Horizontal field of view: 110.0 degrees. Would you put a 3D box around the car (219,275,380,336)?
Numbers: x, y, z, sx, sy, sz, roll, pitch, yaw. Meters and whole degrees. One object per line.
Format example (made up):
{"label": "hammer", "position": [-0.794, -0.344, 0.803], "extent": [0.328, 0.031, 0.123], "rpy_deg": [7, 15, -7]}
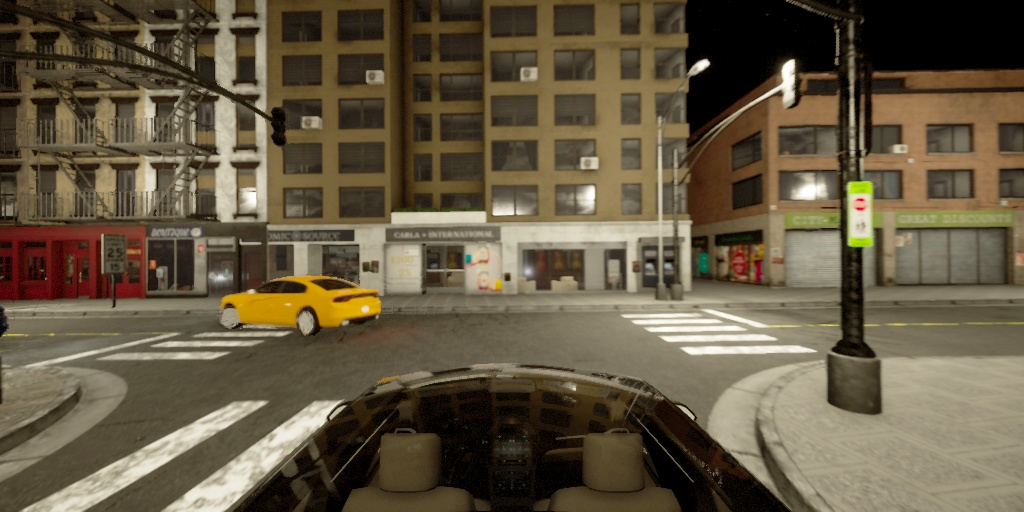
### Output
{"label": "car", "position": [-6.316, 1.331, 10.624], "extent": [5.008, 1.535, 1.882], "rpy_deg": [-1, -2, 20]}

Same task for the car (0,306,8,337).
{"label": "car", "position": [-15.213, 1.463, 8.508], "extent": [5.008, 1.535, 1.882], "rpy_deg": [-1, 0, 2]}
